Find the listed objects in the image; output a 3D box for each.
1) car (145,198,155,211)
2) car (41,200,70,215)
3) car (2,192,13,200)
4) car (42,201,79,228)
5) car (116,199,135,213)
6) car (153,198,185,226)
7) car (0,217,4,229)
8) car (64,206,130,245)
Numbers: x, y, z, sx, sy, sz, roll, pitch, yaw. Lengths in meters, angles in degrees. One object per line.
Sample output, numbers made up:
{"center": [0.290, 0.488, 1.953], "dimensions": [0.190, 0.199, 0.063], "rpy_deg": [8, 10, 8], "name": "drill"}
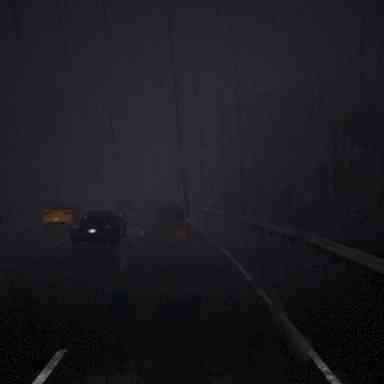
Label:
{"center": [-4.791, 1.467, 41.521], "dimensions": [1.882, 1.535, 5.008], "rpy_deg": [0, 0, -12], "name": "car"}
{"center": [-14.041, 1.567, 34.538], "dimensions": [1.994, 1.385, 4.181], "rpy_deg": [0, 0, -11], "name": "car"}
{"center": [-46.222, 0.991, 83.351], "dimensions": [2.097, 1.767, 4.553], "rpy_deg": [0, 0, -24], "name": "car"}
{"center": [-8.527, 1.479, 22.548], "dimensions": [1.882, 1.535, 5.008], "rpy_deg": [0, 0, -7], "name": "car"}
{"center": [-7.438, 1.485, 37.194], "dimensions": [2.128, 1.511, 4.902], "rpy_deg": [0, 0, -12], "name": "car"}
{"center": [-1.634, 1.470, 23.745], "dimensions": [1.882, 1.535, 5.008], "rpy_deg": [0, 0, -7], "name": "car"}
{"center": [-11.354, 1.608, 16.605], "dimensions": [1.895, 1.301, 4.718], "rpy_deg": [0, 0, -6], "name": "car"}
{"center": [-4.258, 1.563, 15.593], "dimensions": [1.994, 1.385, 4.181], "rpy_deg": [0, 0, -5], "name": "car"}
